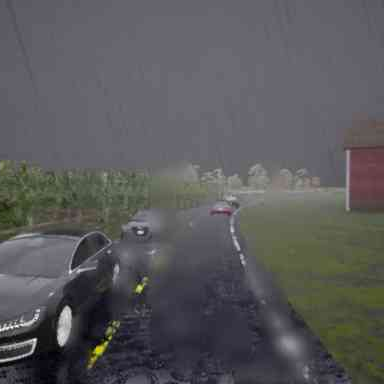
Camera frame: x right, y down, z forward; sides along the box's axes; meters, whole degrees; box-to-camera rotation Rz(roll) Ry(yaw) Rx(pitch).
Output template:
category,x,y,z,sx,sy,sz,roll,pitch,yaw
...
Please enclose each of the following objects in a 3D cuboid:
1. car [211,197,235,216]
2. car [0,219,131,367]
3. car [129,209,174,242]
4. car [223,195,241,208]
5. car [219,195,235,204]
category,x,y,z,sx,sy,sz,roll,pitch,yaw
car,2.950,1.530,32.772,1.994,1.385,4.181,0,0,9
car,-2.650,1.502,6.212,1.837,1.490,4.892,0,0,2
car,-2.066,1.554,16.369,1.994,1.385,4.181,0,0,5
car,5.660,1.410,46.162,1.882,1.535,5.008,0,0,13
car,6.290,1.357,59.630,1.882,1.535,5.008,0,0,17
